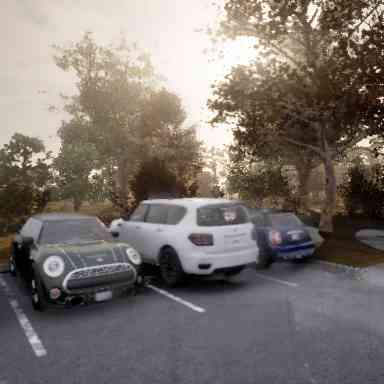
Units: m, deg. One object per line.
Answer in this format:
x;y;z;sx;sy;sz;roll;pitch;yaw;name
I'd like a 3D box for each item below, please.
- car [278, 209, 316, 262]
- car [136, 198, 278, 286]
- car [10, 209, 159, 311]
1.735;1.298;11.260;2.185;1.767;4.553;-1;0;-36;car
-0.568;1.192;9.690;2.435;2.045;5.566;-1;0;-36;car
-2.938;1.339;8.003;2.185;1.767;4.553;-1;0;-36;car
